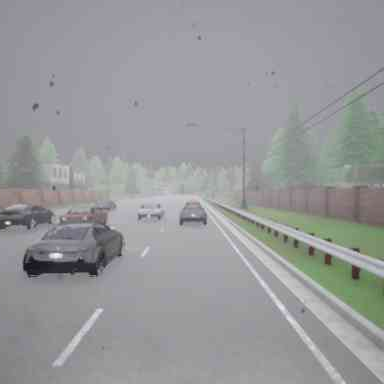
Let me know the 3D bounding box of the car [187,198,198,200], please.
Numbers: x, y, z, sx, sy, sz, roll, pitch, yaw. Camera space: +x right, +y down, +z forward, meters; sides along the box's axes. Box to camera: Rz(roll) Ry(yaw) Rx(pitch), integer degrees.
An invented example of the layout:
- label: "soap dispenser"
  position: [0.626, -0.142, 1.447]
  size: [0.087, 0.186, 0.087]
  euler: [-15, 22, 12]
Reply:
- label: "car"
  position: [0.081, 1.480, 42.149]
  size: [1.882, 1.535, 5.008]
  euler: [0, 0, 0]

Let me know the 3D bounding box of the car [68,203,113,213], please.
- label: "car"
  position: [-6.910, 1.601, 21.854]
  size: [1.895, 1.301, 4.718]
  euler: [0, 0, 0]

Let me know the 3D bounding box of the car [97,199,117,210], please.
- label: "car"
  position: [-10.417, 1.565, 40.120]
  size: [1.994, 1.385, 4.181]
  euler: [0, 0, 0]

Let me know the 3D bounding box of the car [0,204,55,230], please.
- label: "car"
  position: [-10.409, 1.505, 21.264]
  size: [1.837, 1.490, 4.892]
  euler: [0, 0, 0]

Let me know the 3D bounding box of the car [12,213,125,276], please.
- label: "car"
  position: [-3.404, 1.564, 10.329]
  size: [1.994, 1.385, 4.181]
  euler: [0, 0, 0]

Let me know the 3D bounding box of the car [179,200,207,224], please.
- label: "car"
  position: [0.088, 1.565, 24.742]
  size: [1.994, 1.385, 4.181]
  euler: [0, 0, 0]

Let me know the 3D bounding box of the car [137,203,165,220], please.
- label: "car"
  position: [-3.412, 1.602, 28.504]
  size: [1.895, 1.301, 4.718]
  euler: [0, 0, 0]
